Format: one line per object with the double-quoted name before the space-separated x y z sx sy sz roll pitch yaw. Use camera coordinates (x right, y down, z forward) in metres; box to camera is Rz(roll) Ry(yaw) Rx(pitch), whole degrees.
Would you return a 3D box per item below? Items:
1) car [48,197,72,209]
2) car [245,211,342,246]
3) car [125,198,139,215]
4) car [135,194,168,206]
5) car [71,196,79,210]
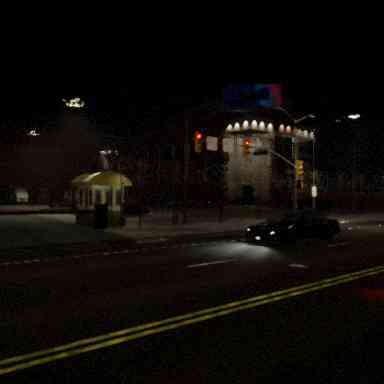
"car" -16.975 1.678 45.295 4.718 1.301 1.895 1 0 -36
"car" 5.078 1.661 16.157 5.357 1.411 2.033 1 0 -35
"car" -6.260 1.360 30.706 4.553 1.767 2.185 1 0 -36
"car" -7.313 1.474 60.635 5.566 2.045 2.435 1 0 -36
"car" -10.728 1.511 36.852 4.193 1.474 1.816 1 0 -36
